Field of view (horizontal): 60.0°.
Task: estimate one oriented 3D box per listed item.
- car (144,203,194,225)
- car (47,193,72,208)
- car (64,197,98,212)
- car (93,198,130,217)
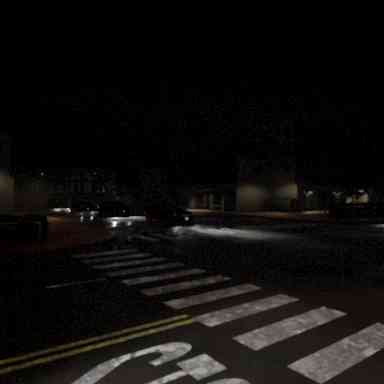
[{"bbox_3d":[-1.821,1.591,25.060,2.128,1.511,4.902,1,0,-37],"label":"car"},{"bbox_3d":[-20.182,1.318,50.336,2.150,2.045,5.566,1,0,-38],"label":"car"},{"bbox_3d":[-13.909,1.646,41.634,2.033,1.411,5.357,1,0,-36],"label":"car"},{"bbox_3d":[-7.846,1.604,33.304,1.837,1.490,4.892,1,0,-36],"label":"car"}]
